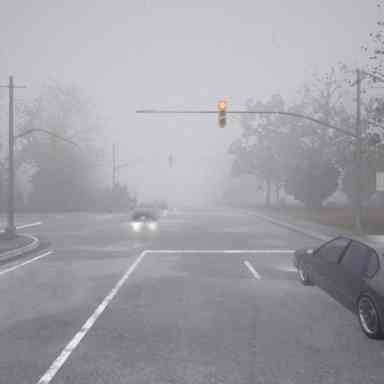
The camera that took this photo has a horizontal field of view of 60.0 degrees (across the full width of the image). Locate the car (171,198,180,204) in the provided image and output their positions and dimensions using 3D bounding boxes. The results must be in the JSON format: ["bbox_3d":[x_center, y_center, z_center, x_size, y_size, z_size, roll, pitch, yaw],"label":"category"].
[{"bbox_3d":[-4.535,2.189,83.014,2.097,1.767,4.553,0,-1,-22],"label":"car"}]

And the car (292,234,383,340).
[{"bbox_3d":[3.592,1.547,6.458,2.033,1.411,5.357,0,0,0],"label":"car"}]

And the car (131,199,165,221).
[{"bbox_3d":[-3.673,1.547,27.480,2.033,1.411,5.357,0,0,0],"label":"car"}]

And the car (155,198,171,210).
[{"bbox_3d":[-4.105,1.627,43.790,2.033,1.411,5.357,0,-1,-3],"label":"car"}]

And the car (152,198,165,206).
[{"bbox_3d":[-6.410,1.936,63.779,2.128,1.511,4.902,0,-1,-10],"label":"car"}]
